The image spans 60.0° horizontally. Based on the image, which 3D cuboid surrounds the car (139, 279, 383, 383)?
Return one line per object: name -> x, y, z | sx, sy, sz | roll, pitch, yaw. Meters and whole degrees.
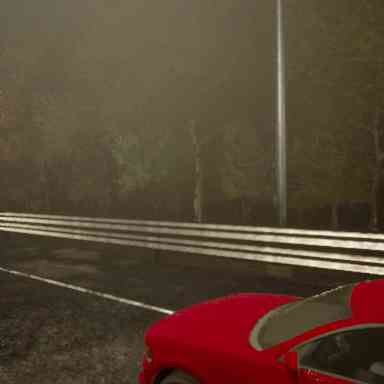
car -> 1.769, 1.477, 2.606 | 5.008, 1.535, 1.882 | -1, 0, 36
